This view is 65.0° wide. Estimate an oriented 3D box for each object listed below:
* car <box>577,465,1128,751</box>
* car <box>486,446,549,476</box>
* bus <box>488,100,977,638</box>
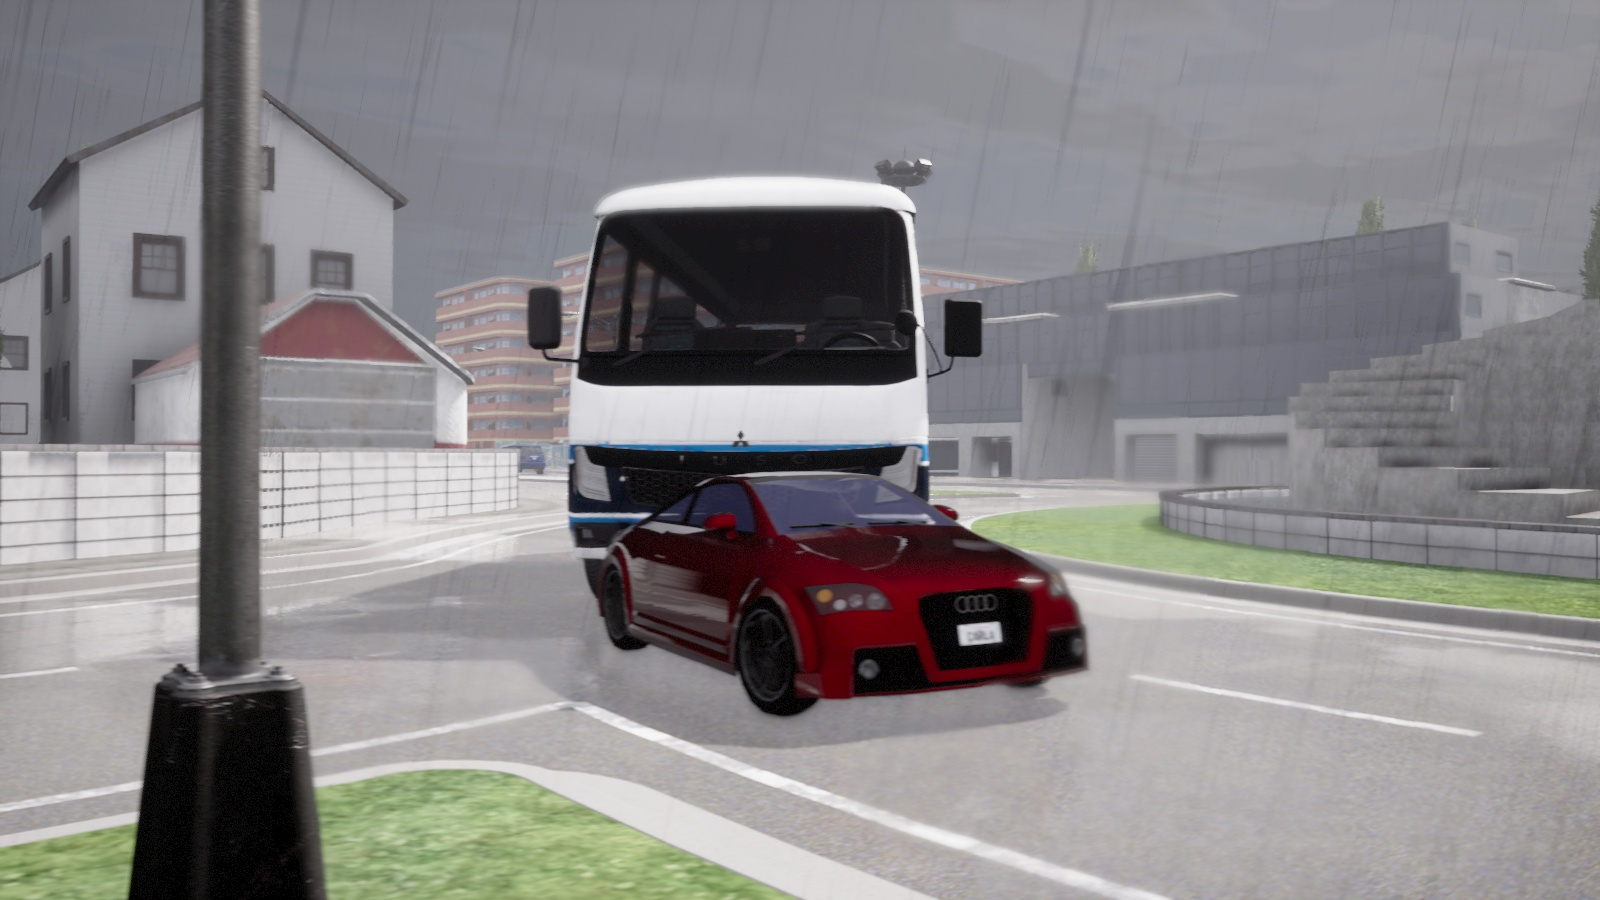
[{"bbox_3d":[0.065,0.841,8.767,1.994,1.385,4.181,-1,0,-28],"label":"car"},{"bbox_3d":[-19.867,0.771,88.215,2.150,2.045,5.566,0,0,-38],"label":"car"},{"bbox_3d":[-0.177,-0.586,15.197,3.944,4.253,10.273,0,-1,4],"label":"bus"}]
